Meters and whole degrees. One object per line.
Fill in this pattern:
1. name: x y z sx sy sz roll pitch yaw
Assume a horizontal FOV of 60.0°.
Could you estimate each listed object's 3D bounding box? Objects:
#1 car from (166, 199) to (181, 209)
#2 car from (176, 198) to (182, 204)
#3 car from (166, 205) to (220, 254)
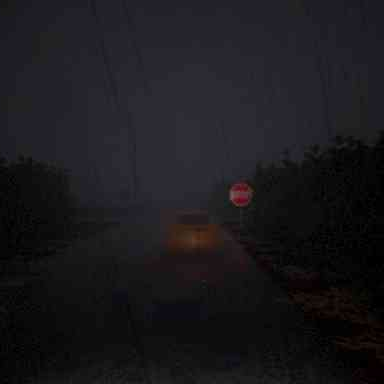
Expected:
1. car: -3.167 2.206 53.194 1.812 1.442 4.674 0 -1 0
2. car: -3.101 2.022 68.837 1.882 1.535 5.008 0 -1 0
3. car: 0.059 1.504 13.645 1.882 1.535 5.008 0 0 0
